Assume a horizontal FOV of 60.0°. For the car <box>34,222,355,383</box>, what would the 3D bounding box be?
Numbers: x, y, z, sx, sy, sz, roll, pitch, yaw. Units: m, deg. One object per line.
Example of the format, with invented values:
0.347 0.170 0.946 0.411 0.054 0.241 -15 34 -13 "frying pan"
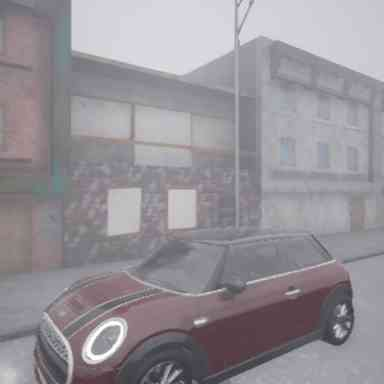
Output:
0.282 1.350 4.769 4.553 1.767 2.097 0 0 -35 "car"
